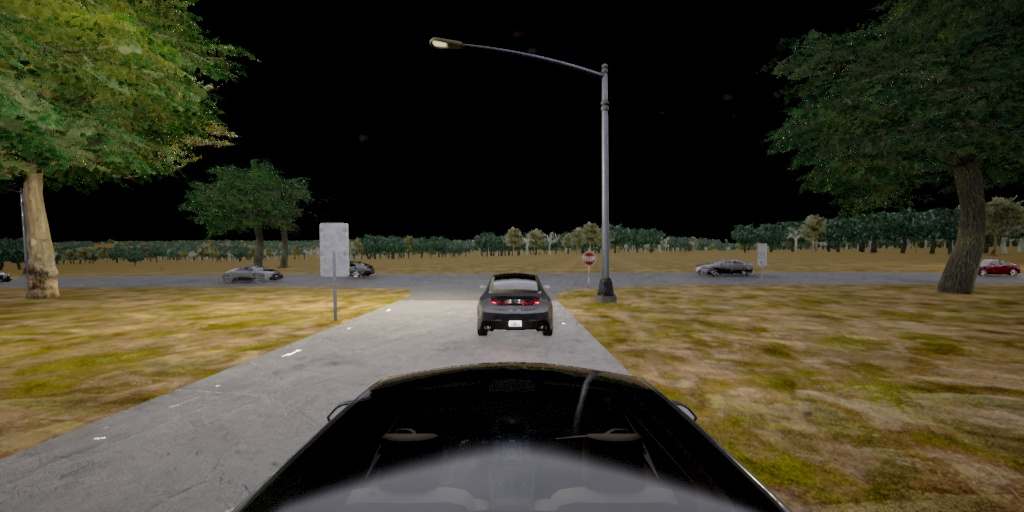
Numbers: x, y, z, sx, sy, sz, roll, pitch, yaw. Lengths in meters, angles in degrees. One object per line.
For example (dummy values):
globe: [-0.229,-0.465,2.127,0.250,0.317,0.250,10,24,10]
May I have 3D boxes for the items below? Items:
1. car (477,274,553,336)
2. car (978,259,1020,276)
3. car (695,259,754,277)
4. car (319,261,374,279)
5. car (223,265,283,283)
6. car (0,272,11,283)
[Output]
car: [0.081,1.244,10.320,1.837,1.490,4.892,0,0,0]
car: [44.948,1.076,33.997,5.008,1.535,1.882,0,2,-4]
car: [19.404,1.048,32.846,4.902,1.511,2.128,0,2,-1]
car: [-15.241,1.238,33.055,4.892,1.490,1.837,0,3,6]
car: [-21.593,1.500,29.957,4.181,1.385,1.994,0,2,4]
car: [-47.975,1.839,32.296,4.181,1.385,1.994,-1,2,7]
